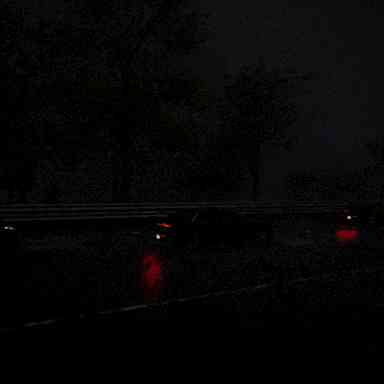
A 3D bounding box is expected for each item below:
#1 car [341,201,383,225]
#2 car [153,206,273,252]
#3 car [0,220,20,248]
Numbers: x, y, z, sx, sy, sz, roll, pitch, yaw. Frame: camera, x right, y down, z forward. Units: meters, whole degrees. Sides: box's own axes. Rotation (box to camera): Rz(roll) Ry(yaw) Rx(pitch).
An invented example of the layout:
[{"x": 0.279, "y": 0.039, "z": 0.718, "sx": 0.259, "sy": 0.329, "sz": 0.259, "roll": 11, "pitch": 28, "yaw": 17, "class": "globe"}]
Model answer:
[{"x": 12.395, "y": 1.416, "z": 22.770, "sx": 4.892, "sy": 1.490, "sz": 1.837, "roll": 0, "pitch": 0, "yaw": -27, "class": "car"}, {"x": 0.933, "y": 1.335, "z": 12.881, "sx": 4.892, "sy": 1.490, "sz": 1.837, "roll": 0, "pitch": 0, "yaw": -28, "class": "car"}, {"x": -8.659, "y": 1.304, "z": 11.688, "sx": 4.674, "sy": 1.442, "sz": 1.812, "roll": 0, "pitch": 0, "yaw": -29, "class": "car"}]
